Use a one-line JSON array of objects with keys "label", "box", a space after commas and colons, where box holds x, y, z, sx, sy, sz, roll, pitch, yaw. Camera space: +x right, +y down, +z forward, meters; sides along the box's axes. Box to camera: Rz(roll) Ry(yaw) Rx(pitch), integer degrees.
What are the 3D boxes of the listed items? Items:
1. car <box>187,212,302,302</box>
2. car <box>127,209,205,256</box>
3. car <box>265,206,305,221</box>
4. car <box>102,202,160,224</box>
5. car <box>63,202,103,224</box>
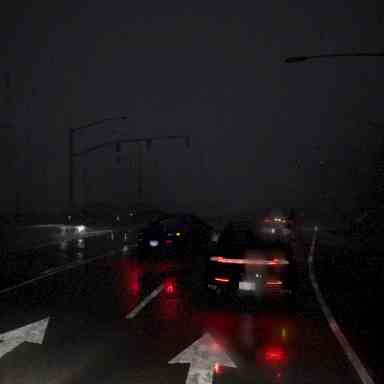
[{"label": "car", "box": [1.564, 1.492, 8.392, 2.128, 1.511, 4.902, 0, 0, 13]}, {"label": "car", "box": [-0.519, 1.525, 13.242, 1.812, 1.442, 4.674, 0, 0, 19]}, {"label": "car", "box": [4.647, 1.505, 17.268, 1.837, 1.490, 4.892, 0, 0, 21]}, {"label": "car", "box": [-3.993, 1.528, 24.322, 2.128, 1.511, 4.902, 0, 0, 22]}, {"label": "car", "box": [-7.486, 1.510, 25.028, 1.837, 1.490, 4.892, 0, 0, 22]}]
